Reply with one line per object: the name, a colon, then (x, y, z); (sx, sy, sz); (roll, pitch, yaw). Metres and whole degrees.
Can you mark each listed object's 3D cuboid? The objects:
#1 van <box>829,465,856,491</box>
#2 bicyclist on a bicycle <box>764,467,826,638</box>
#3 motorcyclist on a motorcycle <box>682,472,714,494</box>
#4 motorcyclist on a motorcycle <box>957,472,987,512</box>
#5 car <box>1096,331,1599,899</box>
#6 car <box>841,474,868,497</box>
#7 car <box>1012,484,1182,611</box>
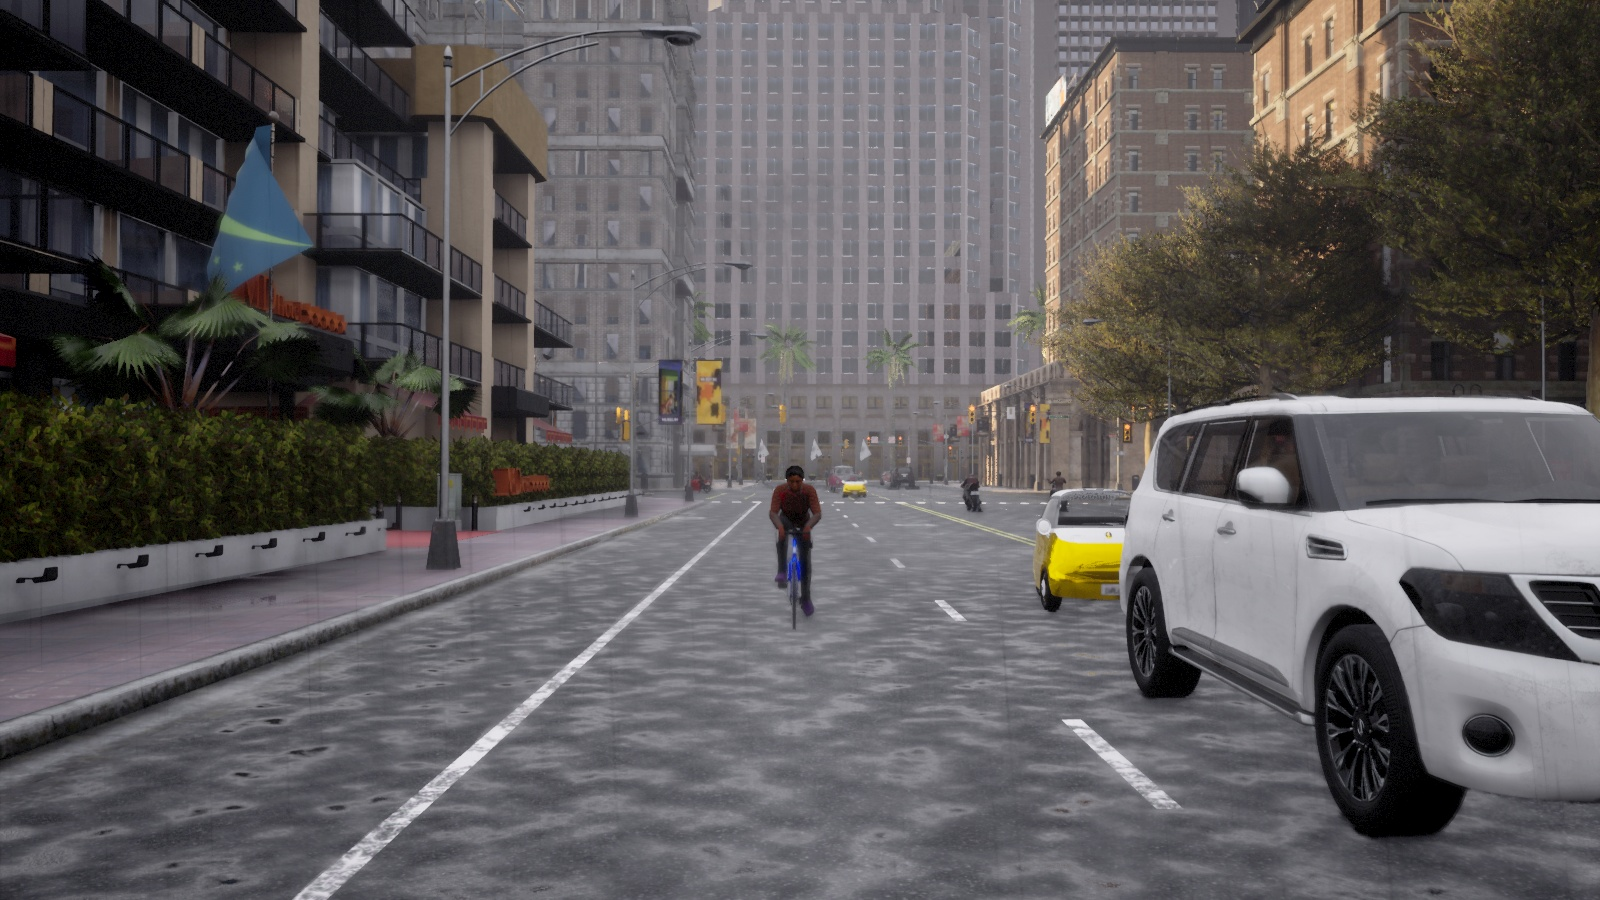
van: (3.304, 2.200, 98.260); (1.775, 1.987, 4.442); (0, -1, -3)
bicyclist on a bicycle: (-0.048, 0.981, 12.758); (0.582, 1.620, 1.656); (0, -1, 0)
motorcyclist on a motorcycle: (-7.086, 2.289, 87.396); (2.044, 1.523, 0.797); (0, -1, -29)
motorcyclist on a motorcycle: (6.820, 1.657, 49.830); (0.866, 1.530, 2.191); (0, -1, 0)
car: (3.470, 0.642, 7.276); (2.150, 2.045, 5.566); (0, -1, 0)
car: (3.232, 2.102, 74.359); (1.481, 1.376, 2.207); (0, -1, 0)
car: (3.445, 1.105, 14.898); (1.481, 1.376, 2.207); (0, -1, 0)
